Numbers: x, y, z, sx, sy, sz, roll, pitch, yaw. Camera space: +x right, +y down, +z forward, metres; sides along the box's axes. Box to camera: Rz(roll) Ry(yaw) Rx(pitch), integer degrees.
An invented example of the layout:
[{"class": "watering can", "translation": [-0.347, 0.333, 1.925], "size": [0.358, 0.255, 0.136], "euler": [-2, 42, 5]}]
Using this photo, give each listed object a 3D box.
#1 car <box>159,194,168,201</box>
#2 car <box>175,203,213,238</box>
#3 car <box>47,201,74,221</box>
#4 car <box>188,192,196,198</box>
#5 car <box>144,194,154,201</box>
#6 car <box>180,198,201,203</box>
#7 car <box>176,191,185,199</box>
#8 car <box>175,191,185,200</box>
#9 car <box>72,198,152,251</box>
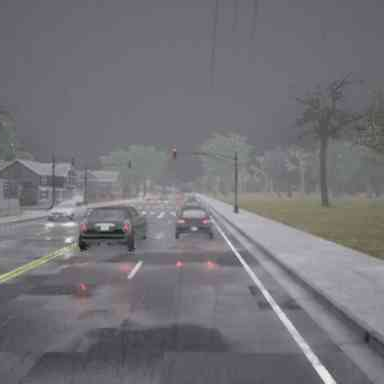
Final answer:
[{"class": "car", "translation": [-6.504, 1.332, 76.153], "size": [1.837, 1.490, 4.892], "euler": [0, 0, 0]}, {"class": "car", "translation": [0.099, 1.494, 17.269], "size": [1.812, 1.442, 4.674], "euler": [0, 0, 0]}, {"class": "car", "translation": [-9.794, 1.476, 26.520], "size": [1.812, 1.442, 4.674], "euler": [0, 0, 1]}, {"class": "car", "translation": [-0.004, 1.356, 84.253], "size": [1.994, 1.385, 4.181], "euler": [0, 0, 0]}, {"class": "car", "translation": [-9.754, 1.310, 76.153], "size": [1.882, 1.535, 5.008], "euler": [0, 0, 0]}, {"class": "car", "translation": [0.032, 1.456, 26.641], "size": [1.837, 1.490, 4.892], "euler": [0, 0, 1]}, {"class": "car", "translation": [-3.254, 0.859, 94.287], "size": [2.150, 2.045, 5.566], "euler": [0, 0, 0]}, {"class": "car", "translation": [-3.254, 1.159, 84.223], "size": [2.097, 1.767, 4.553], "euler": [0, 0, 0]}, {"class": "car", "translation": [-3.151, 1.325, 14.150], "size": [2.097, 1.767, 4.553], "euler": [0, 0, 0]}]
